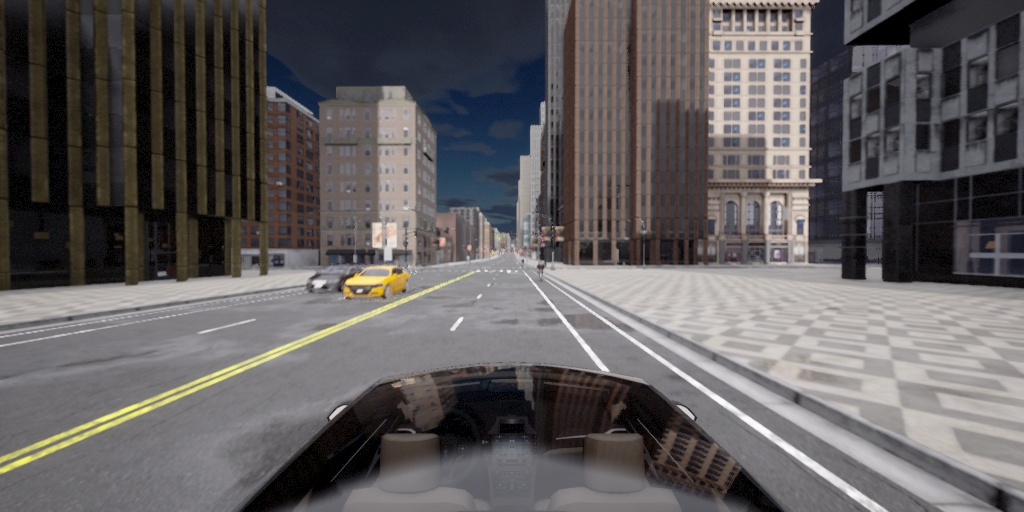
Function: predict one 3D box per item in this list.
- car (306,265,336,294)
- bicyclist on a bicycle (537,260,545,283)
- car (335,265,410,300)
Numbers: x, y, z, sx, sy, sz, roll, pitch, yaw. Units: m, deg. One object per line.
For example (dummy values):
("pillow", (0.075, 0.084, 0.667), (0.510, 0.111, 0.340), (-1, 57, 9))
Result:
("car", (-9.845, 1.269, 20.699), (2.128, 1.511, 4.902), (0, 0, 0))
("bicyclist on a bicycle", (2.259, 1.191, 28.247), (0.659, 1.776, 1.843), (0, 2, 0))
("car", (-6.595, 1.250, 18.031), (1.882, 1.535, 5.008), (0, 0, 0))
